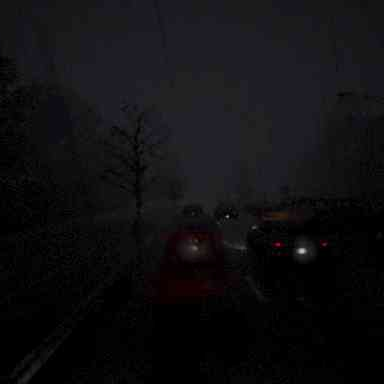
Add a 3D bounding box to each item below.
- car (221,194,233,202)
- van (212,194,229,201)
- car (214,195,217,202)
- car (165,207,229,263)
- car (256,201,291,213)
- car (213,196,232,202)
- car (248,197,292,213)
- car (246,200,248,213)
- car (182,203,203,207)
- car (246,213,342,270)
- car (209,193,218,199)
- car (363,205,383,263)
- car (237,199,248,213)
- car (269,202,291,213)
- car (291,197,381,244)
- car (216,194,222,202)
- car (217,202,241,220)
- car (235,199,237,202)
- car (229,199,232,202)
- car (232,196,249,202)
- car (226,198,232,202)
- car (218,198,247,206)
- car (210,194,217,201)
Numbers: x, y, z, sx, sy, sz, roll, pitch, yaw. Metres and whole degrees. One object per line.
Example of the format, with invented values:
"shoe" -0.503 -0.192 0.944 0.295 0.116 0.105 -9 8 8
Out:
"car" 8.071 1.704 52.347 5.566 2.045 2.435 1 0 -20
"van" 8.131 1.654 94.375 4.442 1.987 1.878 1 0 -20
"car" 8.006 1.984 73.344 4.792 1.488 2.163 1 0 -20
"car" 0.075 1.550 12.312 1.882 1.535 5.008 0 0 0
"car" 7.883 1.669 25.251 5.366 1.575 1.946 1 0 -20
"car" 8.019 1.940 88.369 4.674 1.452 2.002 1 0 -20
"car" 8.035 1.458 28.306 5.566 2.045 2.435 1 0 -20
"car" 8.028 1.773 31.306 4.792 1.488 2.163 1 0 -20
"car" 0.076 1.762 32.302 2.128 1.511 4.902 0 -1 0
"car" 3.073 1.629 11.275 1.994 1.385 4.181 0 0 0
"car" 7.994 1.763 91.340 4.553 1.767 2.185 1 0 -20
"car" 8.036 1.418 10.309 4.553 1.767 2.185 1 -1 -20
"car" 8.044 1.819 37.322 5.008 1.535 2.097 1 -1 -20
"car" 8.232 1.645 22.385 5.366 1.575 1.946 1 -1 -20
"car" 8.089 1.338 16.336 5.566 2.045 2.435 1 -1 -20
"car" 8.015 1.732 61.328 5.566 2.045 2.435 1 0 -20
"car" 3.077 1.855 30.965 1.895 1.301 4.718 0 -1 0
"car" 8.052 1.893 40.322 4.674 1.452 2.002 1 0 -20
"car" 8.048 1.956 46.322 4.674 1.452 2.002 1 0 -20
"car" 8.080 1.760 43.334 4.553 1.767 2.185 1 0 -20
"car" 8.070 1.966 49.347 4.792 1.488 2.163 1 -1 -20
"car" 8.206 1.973 67.421 5.366 1.575 1.946 1 0 -20
"car" 7.999 1.940 85.350 4.792 1.488 2.163 1 0 -20
